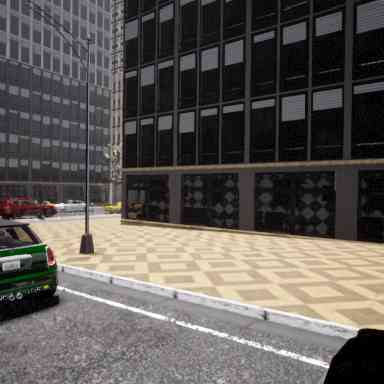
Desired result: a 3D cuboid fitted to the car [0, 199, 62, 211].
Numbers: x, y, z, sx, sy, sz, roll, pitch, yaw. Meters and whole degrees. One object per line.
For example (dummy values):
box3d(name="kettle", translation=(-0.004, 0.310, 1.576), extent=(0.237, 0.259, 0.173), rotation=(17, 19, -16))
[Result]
box3d(name="car", translation=(-14.914, 1.519, 30.143), extent=(2.192, 1.841, 5.009), rotation=(1, 0, 37))

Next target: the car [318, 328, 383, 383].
box3d(name="car", translation=(3.009, 1.601, 1.532), extent=(4.718, 1.301, 1.895), rotation=(0, 0, 36))

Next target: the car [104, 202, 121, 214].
box3d(name="car", translation=(-8.099, 1.830, 39.341), extent=(1.752, 1.417, 4.829), rotation=(1, 0, 37))

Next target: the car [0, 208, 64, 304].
box3d(name="car", translation=(-4.988, 1.348, 7.252), extent=(4.553, 1.767, 2.097), rotation=(0, 0, 36))

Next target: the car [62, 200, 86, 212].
box3d(name="car", translation=(-14.680, 1.709, 40.170), extent=(1.812, 1.442, 4.674), rotation=(1, 0, 37))

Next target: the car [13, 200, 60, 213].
box3d(name="car", translation=(-18.394, 1.643, 39.525), extent=(1.752, 1.417, 4.829), rotation=(1, 0, 37))
